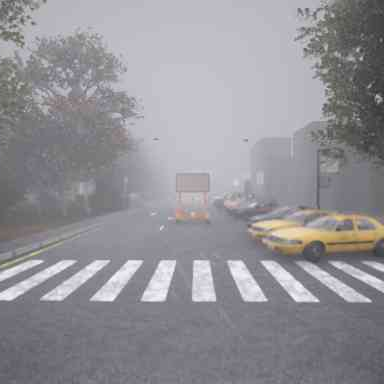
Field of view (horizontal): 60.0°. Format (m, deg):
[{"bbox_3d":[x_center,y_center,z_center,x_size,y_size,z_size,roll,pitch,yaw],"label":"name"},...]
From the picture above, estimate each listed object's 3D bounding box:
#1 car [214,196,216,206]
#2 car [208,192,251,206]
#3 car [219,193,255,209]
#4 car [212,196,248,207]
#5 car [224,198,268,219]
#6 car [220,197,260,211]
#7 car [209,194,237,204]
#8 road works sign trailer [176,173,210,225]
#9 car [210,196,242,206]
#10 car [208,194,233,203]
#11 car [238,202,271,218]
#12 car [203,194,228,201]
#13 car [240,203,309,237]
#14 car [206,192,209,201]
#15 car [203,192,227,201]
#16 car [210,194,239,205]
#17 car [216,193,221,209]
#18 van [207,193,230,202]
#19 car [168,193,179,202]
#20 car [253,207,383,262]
[{"bbox_3d":[5.448,1.451,39.051,4.674,1.452,2.002,1,0,-20],"label":"car"},{"bbox_3d":[5.463,1.154,42.029,5.566,2.045,2.435,1,0,-20],"label":"car"},{"bbox_3d":[5.444,1.299,33.053,4.553,1.767,2.185,1,0,-20],"label":"car"},{"bbox_3d":[5.489,1.427,48.044,4.792,1.488,2.163,1,0,-20],"label":"car"},{"bbox_3d":[5.378,1.481,27.042,4.674,1.452,2.002,1,0,-20],"label":"car"},{"bbox_3d":[5.365,1.461,30.034,4.792,1.488,2.163,1,0,-20],"label":"car"},{"bbox_3d":[5.573,1.266,60.061,4.553,1.767,2.185,1,0,-20],"label":"car"},{"bbox_3d":[0.055,0.429,23.781,2.380,3.560,2.880,0,0,0],"label":"road works sign trailer"},{"bbox_3d":[5.536,1.423,54.046,4.792,1.488,2.163,1,0,-20],"label":"car"},{"bbox_3d":[5.677,1.269,66.077,4.553,1.767,2.185,1,0,-20],"label":"car"},{"bbox_3d":[5.346,1.470,18.041,4.892,1.521,2.231,1,0,-20],"label":"car"},{"bbox_3d":[5.526,1.395,78.025,5.366,1.575,1.946,1,0,-20],"label":"car"},{"bbox_3d":[5.155,1.474,14.977,5.366,1.575,1.946,1,0,-20],"label":"car"},{"bbox_3d":[5.517,1.143,51.045,5.566,2.045,2.435,1,0,-20],"label":"car"},{"bbox_3d":[5.742,1.153,84.118,5.566,2.045,2.435,1,0,-20],"label":"car"},{"bbox_3d":[5.552,1.266,57.060,4.553,1.767,2.185,1,0,-20],"label":"car"},{"bbox_3d":[5.464,1.292,36.054,4.553,1.767,2.185,1,0,-20],"label":"car"},{"bbox_3d":[5.788,1.173,72.125,4.442,1.987,1.878,1,0,-20],"label":"van"},{"bbox_3d":[-3.754,1.134,70.900,2.150,2.045,5.566,0,0,0],"label":"car"},{"bbox_3d":[5.148,1.483,11.976,5.366,1.575,1.946,1,0,-20],"label":"car"}]
